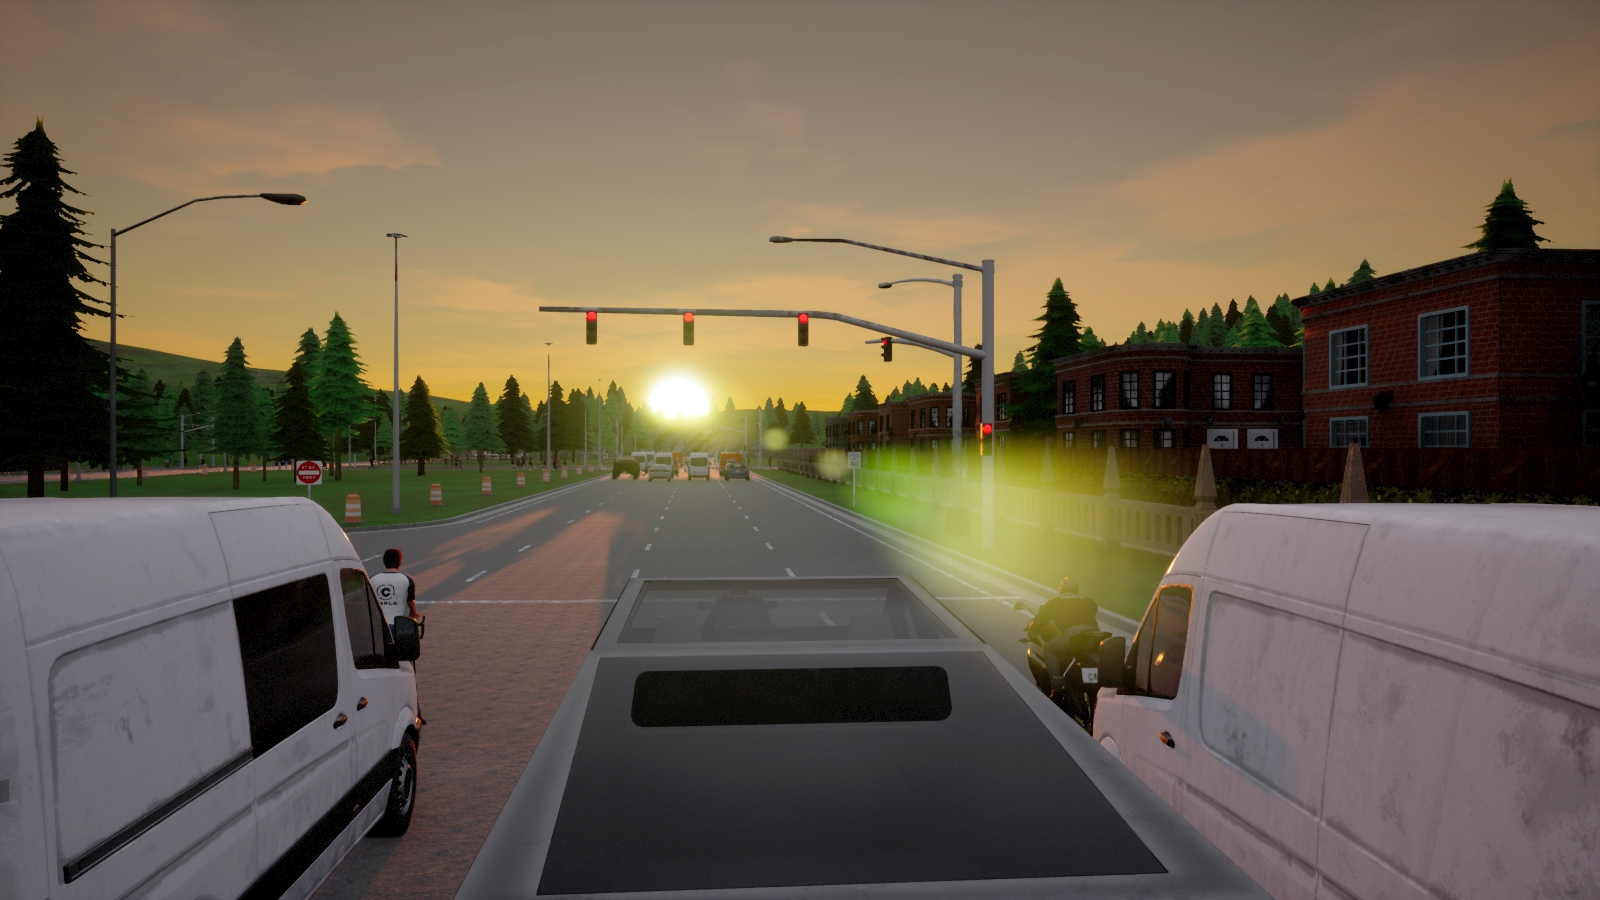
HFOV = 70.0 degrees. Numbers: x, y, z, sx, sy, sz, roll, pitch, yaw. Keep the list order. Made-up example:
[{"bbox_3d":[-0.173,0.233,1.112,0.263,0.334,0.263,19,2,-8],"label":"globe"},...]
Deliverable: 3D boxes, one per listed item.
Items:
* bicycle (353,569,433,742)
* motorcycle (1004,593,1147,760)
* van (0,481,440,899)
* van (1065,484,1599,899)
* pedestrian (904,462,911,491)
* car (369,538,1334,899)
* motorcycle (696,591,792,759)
[{"bbox_3d":[-4.173,2.056,11.794,0.373,1.496,1.643,0,0,-5],"label":"bicycle"},{"bbox_3d":[2.714,2.205,11.543,0.867,1.251,2.209,0,0,-2],"label":"motorcycle"},{"bbox_3d":[-3.677,1.534,6.378,1.988,2.561,5.915,0,0,-5],"label":"van"},{"bbox_3d":[3.020,1.534,5.590,1.988,2.561,5.915,0,0,-1],"label":"van"},{"bbox_3d":[6.922,1.698,73.616,0.375,1.860,0.375,0,0,-5],"label":"pedestrian"},{"bbox_3d":[-0.117,1.754,5.929,2.390,2.098,6.274,0,0,-5],"label":"car"},{"bbox_3d":[-0.613,2.205,11.622,0.867,1.251,2.209,0,0,-6],"label":"motorcycle"}]
